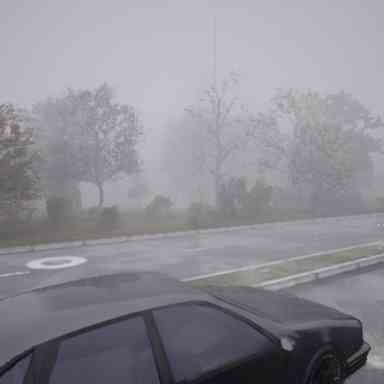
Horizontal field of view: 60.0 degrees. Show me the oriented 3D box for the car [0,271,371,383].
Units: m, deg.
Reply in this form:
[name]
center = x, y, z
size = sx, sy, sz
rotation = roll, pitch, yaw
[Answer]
[car]
center = -0.542, 1.537, 3.052
size = 5.357, 1.411, 2.033
rotation = -1, 0, -36
